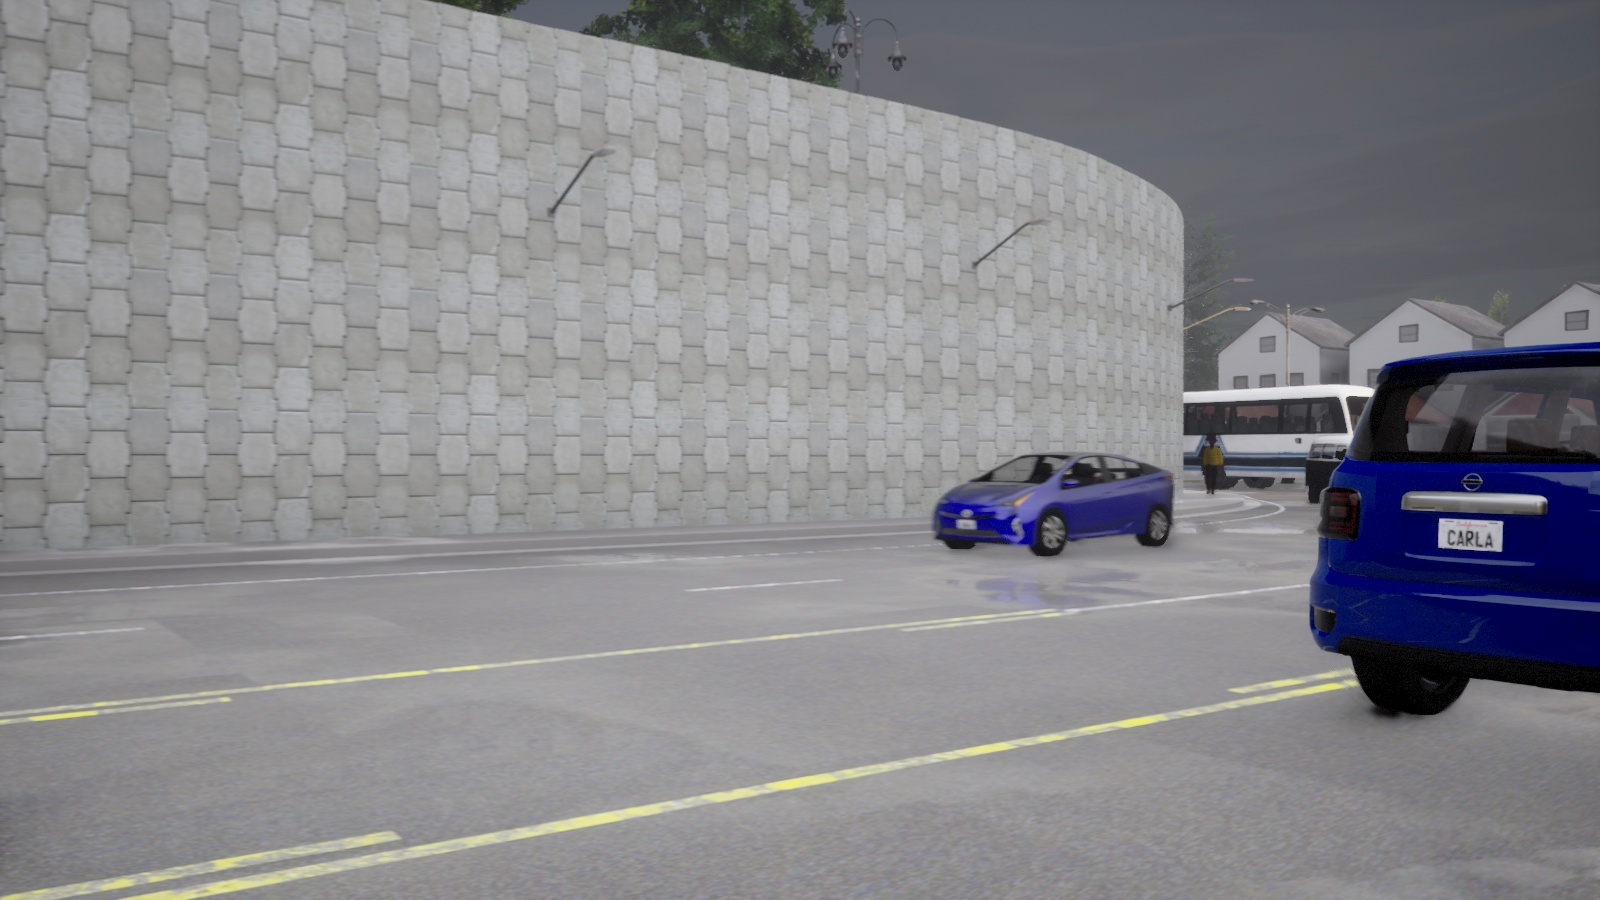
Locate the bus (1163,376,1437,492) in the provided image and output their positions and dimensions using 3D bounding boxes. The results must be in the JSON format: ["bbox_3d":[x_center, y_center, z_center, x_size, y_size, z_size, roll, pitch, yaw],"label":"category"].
[{"bbox_3d":[20.090,-0.548,51.448,3.944,4.253,10.273,1,0,-28],"label":"bus"}]

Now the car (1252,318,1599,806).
[{"bbox_3d":[5.297,0.471,7.333,5.566,2.045,2.150,0,0,-35],"label":"car"}]

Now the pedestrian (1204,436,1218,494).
[{"bbox_3d":[13.116,0.470,40.080,0.370,1.835,0.726,0,0,21],"label":"pedestrian"}]

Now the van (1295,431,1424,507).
[{"bbox_3d":[15.953,0.522,36.067,2.069,2.038,4.480,0,0,6],"label":"van"}]

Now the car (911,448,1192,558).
[{"bbox_3d":[4.022,0.731,19.660,4.514,1.525,2.007,0,0,-42],"label":"car"}]
